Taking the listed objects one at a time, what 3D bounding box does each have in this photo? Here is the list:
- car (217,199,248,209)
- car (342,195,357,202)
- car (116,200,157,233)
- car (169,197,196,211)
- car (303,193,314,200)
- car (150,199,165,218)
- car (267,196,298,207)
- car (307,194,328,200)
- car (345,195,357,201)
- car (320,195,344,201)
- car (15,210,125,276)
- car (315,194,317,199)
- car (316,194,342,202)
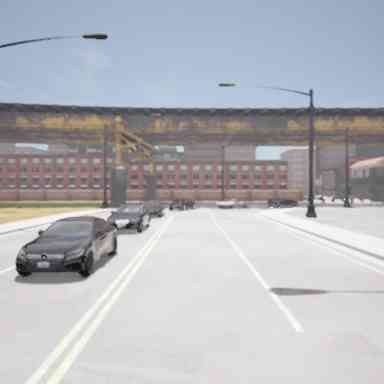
[{"bbox_3d":[5.365,1.519,43.360,1.895,1.301,4.718,0,0,44],"label":"car"},{"bbox_3d":[32.385,1.353,67.696,2.038,1.542,4.974,0,0,31],"label":"car"},{"bbox_3d":[-3.569,1.448,19.510,2.128,1.511,4.902,0,0,0],"label":"car"},{"bbox_3d":[-1.109,1.422,39.832,1.837,1.490,4.892,0,0,23],"label":"car"},{"bbox_3d":[29.772,1.149,88.689,4.536,1.218,1.853,0,0,-39],"label":"car"},{"bbox_3d":[-3.486,1.440,29.664,1.837,1.490,4.892,0,0,0],"label":"car"},{"bbox_3d":[13.408,1.407,49.289,4.902,1.511,2.128,0,0,-24],"label":"car"},{"bbox_3d":[33.820,1.310,89.462,2.038,1.542,4.974,0,0,-34],"label":"car"},{"bbox_3d":[32.412,1.196,67.740,1.853,1.218,4.536,0,0,31],"label":"car"},{"bbox_3d":[29.322,1.188,69.908,1.853,1.218,4.536,0,0,-29],"label":"car"},{"bbox_3d":[-3.578,1.501,10.371,1.812,1.442,4.674,0,0,0],"label":"car"},{"bbox_3d":[33.849,1.153,89.419,1.853,1.218,4.536,0,0,-34],"label":"car"},{"bbox_3d":[29.347,1.345,69.863,2.038,1.542,4.974,0,0,-29],"label":"car"}]
